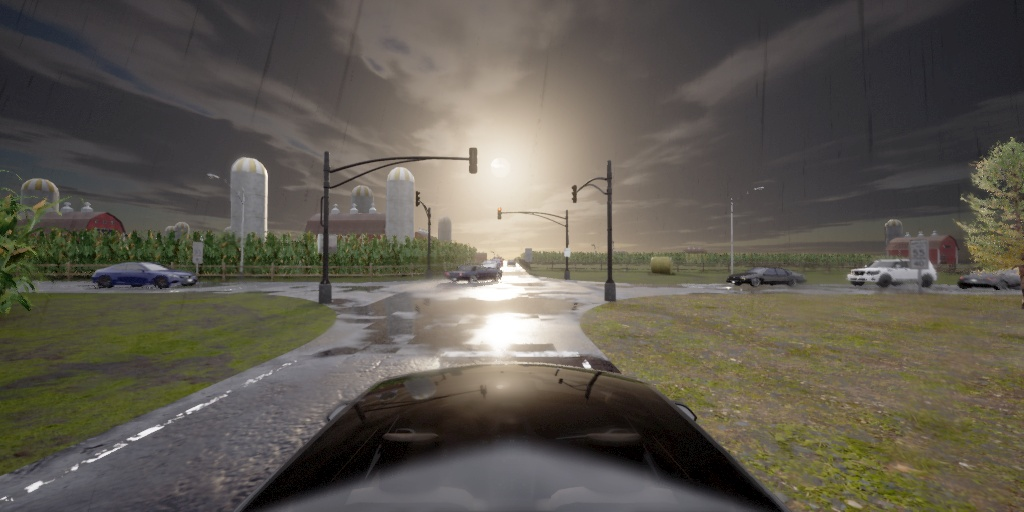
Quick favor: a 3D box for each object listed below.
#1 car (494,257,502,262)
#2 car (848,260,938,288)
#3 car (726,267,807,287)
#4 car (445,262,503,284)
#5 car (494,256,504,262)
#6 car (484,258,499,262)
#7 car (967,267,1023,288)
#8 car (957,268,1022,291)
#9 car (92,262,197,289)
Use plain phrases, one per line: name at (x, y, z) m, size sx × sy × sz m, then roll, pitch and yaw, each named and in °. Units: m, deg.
car at (-2.883, 1.325, 52.563) m, size 1.812 × 1.442 × 4.674 m, roll 0°, pitch 0°, yaw 0°
car at (28.655, 1.291, 27.050) m, size 5.566 × 2.045 × 2.150 m, roll 1°, pitch -1°, yaw -4°
car at (18.670, 1.525, 26.339) m, size 5.357 × 1.411 × 2.033 m, roll 1°, pitch -1°, yaw -8°
car at (-2.748, 1.350, 27.096) m, size 1.895 × 1.301 × 4.718 m, roll 0°, pitch -1°, yaw 35°
car at (-2.904, 1.295, 62.584) m, size 1.882 × 1.535 × 5.008 m, roll 0°, pitch 0°, yaw 0°
car at (-2.827, 1.312, 43.405) m, size 1.812 × 1.442 × 4.674 m, roll 0°, pitch 0°, yaw -1°
car at (38.836, 1.645, 27.806) m, size 5.008 × 1.535 × 1.882 m, roll 1°, pitch -1°, yaw -5°
car at (32.201, 1.587, 23.599) m, size 4.181 × 1.385 × 1.994 m, roll 1°, pitch -1°, yaw -4°
car at (-20.469, 1.083, 20.072) m, size 4.674 × 1.442 × 1.812 m, roll 1°, pitch -1°, yaw -3°
